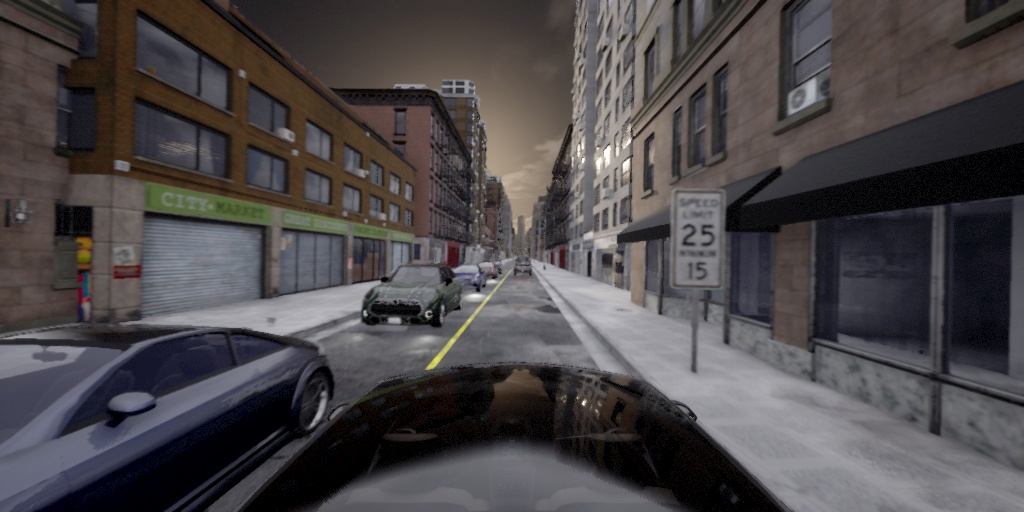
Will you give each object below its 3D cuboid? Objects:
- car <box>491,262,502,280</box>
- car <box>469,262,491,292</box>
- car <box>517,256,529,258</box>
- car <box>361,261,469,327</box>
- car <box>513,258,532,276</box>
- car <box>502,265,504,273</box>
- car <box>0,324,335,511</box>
[{"bbox_3d":[-2.221,1.214,31.210,1.812,1.442,4.674,1,0,2],"label":"car"},{"bbox_3d":[-2.558,1.205,21.159,1.812,1.442,4.674,1,0,2],"label":"car"},{"bbox_3d":[1.488,0.998,49.405,2.150,2.045,5.566,1,0,2],"label":"car"},{"bbox_3d":[-2.863,1.031,11.241,2.097,1.767,4.553,1,0,2],"label":"car"},{"bbox_3d":[1.136,1.255,37.861,2.128,1.511,4.902,1,0,2],"label":"car"},{"bbox_3d":[-1.936,1.363,38.917,1.895,1.301,4.718,1,0,2],"label":"car"},{"bbox_3d":[-3.119,1.246,2.551,1.994,1.385,4.181,1,0,2],"label":"car"}]
